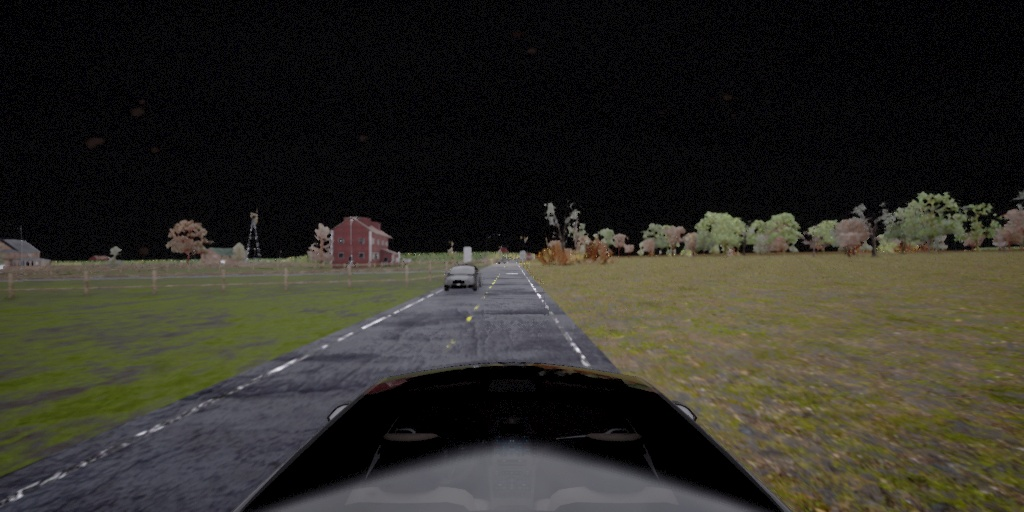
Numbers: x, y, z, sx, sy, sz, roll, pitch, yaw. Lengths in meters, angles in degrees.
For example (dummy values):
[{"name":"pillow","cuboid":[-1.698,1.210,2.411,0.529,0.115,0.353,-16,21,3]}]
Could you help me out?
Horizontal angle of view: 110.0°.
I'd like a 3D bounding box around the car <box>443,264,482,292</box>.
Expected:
[{"name":"car","cuboid":[-2.848,1.266,21.518,1.837,1.490,4.892,0,0,0]}]
